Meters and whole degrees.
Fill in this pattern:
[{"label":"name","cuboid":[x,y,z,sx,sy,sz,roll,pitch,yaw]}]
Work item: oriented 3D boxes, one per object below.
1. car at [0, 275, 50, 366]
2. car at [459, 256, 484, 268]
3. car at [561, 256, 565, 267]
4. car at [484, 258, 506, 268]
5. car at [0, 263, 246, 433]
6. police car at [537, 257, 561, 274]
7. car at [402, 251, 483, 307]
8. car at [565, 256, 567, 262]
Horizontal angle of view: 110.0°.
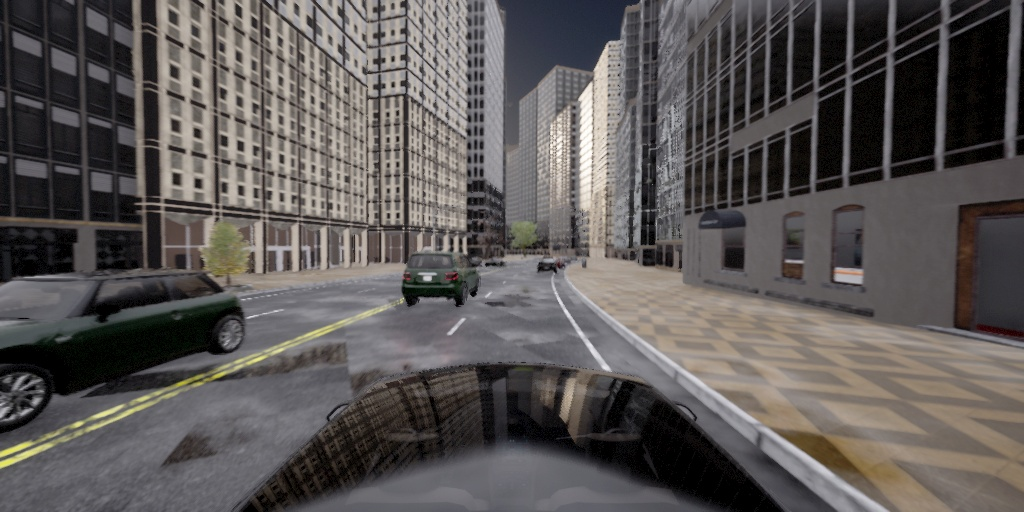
[{"label":"car","cuboid":[-9.779,1.145,4.343,1.882,1.535,5.008,0,1,1]},{"label":"car","cuboid":[-5.292,0.774,47.765,1.837,1.490,4.892,1,1,12]},{"label":"car","cuboid":[5.359,0.864,46.299,1.882,1.535,5.008,1,1,11]},{"label":"car","cuboid":[-2.177,0.909,46.859,1.895,1.301,4.718,1,1,11]},{"label":"car","cuboid":[-6.510,1.029,5.379,2.097,1.767,4.553,0,1,1]},{"label":"police car","cuboid":[3.680,0.884,36.803,1.930,1.638,5.238,1,1,9]},{"label":"car","cuboid":[-2.733,0.832,14.876,2.150,2.045,5.566,0,1,3]},{"label":"car","cuboid":[6.570,0.869,52.026,1.812,1.442,4.674,1,1,13]}]
